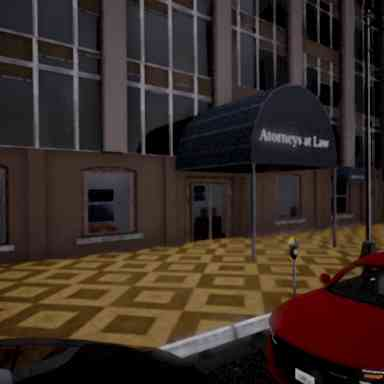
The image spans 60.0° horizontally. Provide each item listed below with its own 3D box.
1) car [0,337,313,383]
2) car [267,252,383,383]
[{"bbox_3d":[-1.728,1.566,1.219,4.313,1.339,1.947,0,-1,-35],"label":"car"},{"bbox_3d":[2.920,1.543,4.490,4.507,1.381,1.887,0,-1,-35],"label":"car"}]
